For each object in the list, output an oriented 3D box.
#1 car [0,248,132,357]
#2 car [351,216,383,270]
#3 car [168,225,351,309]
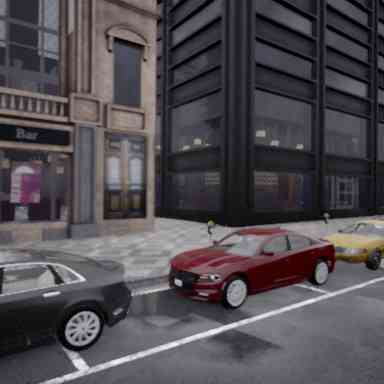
[{"bbox_3d":[-3.012,1.551,4.608,4.403,1.369,2.008,0,1,-35],"label":"car"},{"bbox_3d":[6.008,1.523,11.041,4.829,1.417,1.752,0,1,-35],"label":"car"},{"bbox_3d":[1.567,1.544,7.874,4.507,1.381,1.887,0,1,-35],"label":"car"}]
